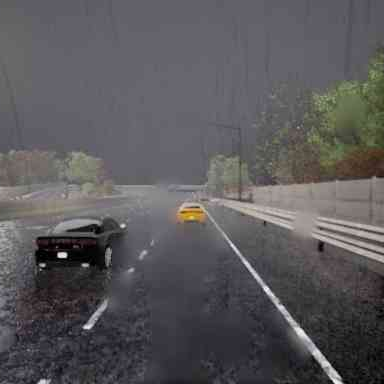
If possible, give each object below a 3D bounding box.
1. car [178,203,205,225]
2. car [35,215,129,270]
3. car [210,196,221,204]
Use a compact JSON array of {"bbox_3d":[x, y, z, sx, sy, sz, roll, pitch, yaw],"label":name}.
[{"bbox_3d":[-0.013,1.586,24.985,1.882,1.535,5.008,0,0,0],"label":"car"},{"bbox_3d":[-3.403,1.521,11.203,1.882,1.535,5.008,0,0,0],"label":"car"},{"bbox_3d":[6.511,2.076,86.882,2.150,2.045,5.566,0,-1,24],"label":"car"}]
